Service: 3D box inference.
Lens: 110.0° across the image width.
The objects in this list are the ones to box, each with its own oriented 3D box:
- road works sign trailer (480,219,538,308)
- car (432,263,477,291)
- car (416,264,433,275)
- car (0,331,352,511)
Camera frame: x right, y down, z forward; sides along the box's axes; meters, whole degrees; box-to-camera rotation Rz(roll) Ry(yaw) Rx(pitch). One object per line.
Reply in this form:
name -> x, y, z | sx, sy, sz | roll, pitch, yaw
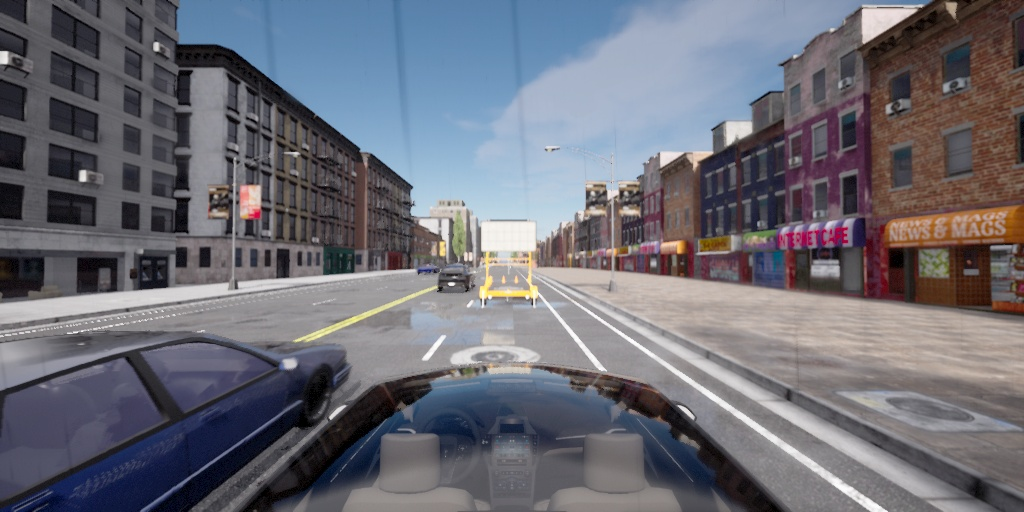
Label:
road works sign trailer -> -0.140, 0.235, 15.352 | 2.380, 3.560, 2.880 | 0, 0, -1
car -> -3.363, 1.315, 22.222 | 1.837, 1.490, 4.892 | 0, 0, -1
car -> -10.283, 1.672, 43.953 | 1.895, 1.301, 4.718 | 0, -1, 0
car -> -3.156, 1.297, 2.582 | 2.033, 1.411, 5.357 | 0, 0, -1
